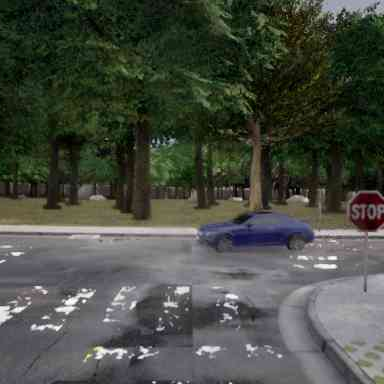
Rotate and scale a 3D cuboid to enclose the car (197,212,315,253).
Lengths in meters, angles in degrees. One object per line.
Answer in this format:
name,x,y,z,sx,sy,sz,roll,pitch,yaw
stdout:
car,2.523,1.518,13.223,4.674,1.442,1.812,1,1,-11
